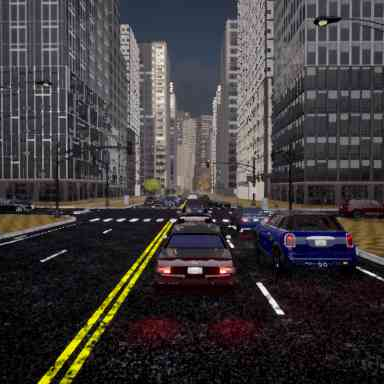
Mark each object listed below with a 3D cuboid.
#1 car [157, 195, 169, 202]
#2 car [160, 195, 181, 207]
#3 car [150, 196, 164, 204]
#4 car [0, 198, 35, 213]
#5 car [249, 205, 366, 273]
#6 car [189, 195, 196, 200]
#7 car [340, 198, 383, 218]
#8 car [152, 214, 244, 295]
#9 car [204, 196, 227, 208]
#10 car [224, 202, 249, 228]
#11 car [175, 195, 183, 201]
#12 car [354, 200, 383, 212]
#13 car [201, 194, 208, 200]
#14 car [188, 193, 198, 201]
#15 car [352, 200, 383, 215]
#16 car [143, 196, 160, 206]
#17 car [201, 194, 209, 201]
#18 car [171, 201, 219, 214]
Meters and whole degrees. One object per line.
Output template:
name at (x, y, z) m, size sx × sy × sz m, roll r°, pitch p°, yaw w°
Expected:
car at (-6.329, 1.475, 72.933) m, size 2.033 × 1.411 × 5.357 m, roll 0°, pitch 0°, yaw 0°
car at (-3.202, 1.315, 50.541) m, size 2.097 × 1.767 × 4.553 m, roll 0°, pitch 0°, yaw -1°
car at (-6.413, 1.497, 62.262) m, size 2.033 × 1.411 × 5.357 m, roll 0°, pitch 0°, yaw 0°
car at (-18.748, 1.339, 34.126) m, size 4.902 × 1.511 × 2.128 m, roll 1°, pitch 1°, yaw 1°
car at (3.374, 1.347, 10.828) m, size 2.097 × 1.767 × 4.553 m, roll 0°, pitch 0°, yaw 0°
car at (0.220, 1.499, 93.031) m, size 1.895 × 1.301 × 4.718 m, roll 0°, pitch 0°, yaw 0°
car at (16.273, 1.517, 30.880) m, size 5.009 × 1.841 × 2.192 m, roll 1°, pitch 0°, yaw 1°
car at (0.113, 1.543, 8.860) m, size 2.033 × 1.411 × 5.357 m, roll 0°, pitch 0°, yaw 1°
car at (3.470, 1.557, 43.942) m, size 1.895 × 1.301 × 4.718 m, roll 0°, pitch 0°, yaw -12°
car at (3.398, 1.536, 20.213) m, size 2.033 × 1.411 × 5.357 m, roll 0°, pitch 0°, yaw 0°
car at (-3.062, 1.426, 79.515) m, size 1.837 × 1.490 × 4.892 m, roll 0°, pitch 0°, yaw 0°
car at (21.902, 1.641, 39.154) m, size 4.829 × 1.417 × 1.752 m, roll 1°, pitch 0°, yaw 1°
car at (3.470, 1.382, 92.534) m, size 1.882 × 1.535 × 5.008 m, roll 0°, pitch 0°, yaw 0°
car at (0.196, 1.146, 82.695) m, size 2.150 × 2.045 × 5.566 m, roll 0°, pitch 0°, yaw 0°
car at (20.809, 1.695, 36.575) m, size 5.357 × 1.411 × 2.033 m, roll 1°, pitch 1°, yaw 1°
car at (-6.470, 1.466, 52.383) m, size 1.837 × 1.490 × 4.892 m, roll 0°, pitch 0°, yaw 0°
car at (3.445, 1.421, 82.516) m, size 1.837 × 1.490 × 4.892 m, roll 0°, pitch 0°, yaw 0°
car at (0.144, 1.481, 18.605) m, size 2.128 × 1.511 × 4.902 m, roll 0°, pitch 0°, yaw 0°
